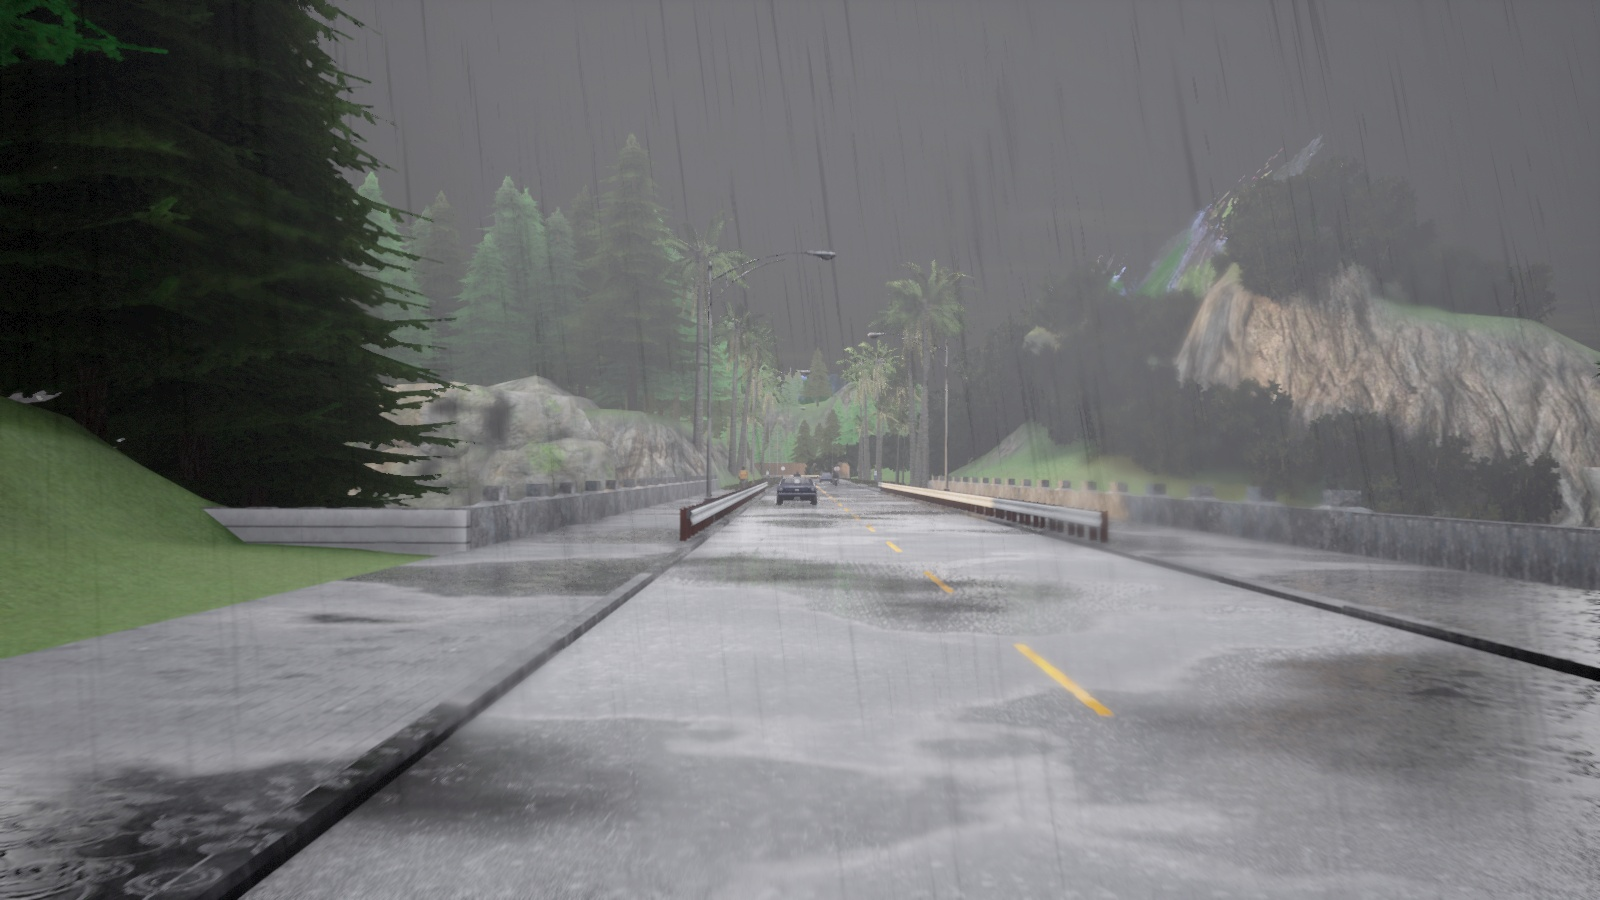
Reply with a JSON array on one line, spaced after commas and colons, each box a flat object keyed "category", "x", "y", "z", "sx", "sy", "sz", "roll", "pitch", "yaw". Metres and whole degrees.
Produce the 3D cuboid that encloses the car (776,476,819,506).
[{"category": "car", "x": -0.125, "y": 1.892, "z": 58.322, "sx": 1.895, "sy": 1.301, "sz": 4.718, "roll": 0, "pitch": -1, "yaw": 0}]
